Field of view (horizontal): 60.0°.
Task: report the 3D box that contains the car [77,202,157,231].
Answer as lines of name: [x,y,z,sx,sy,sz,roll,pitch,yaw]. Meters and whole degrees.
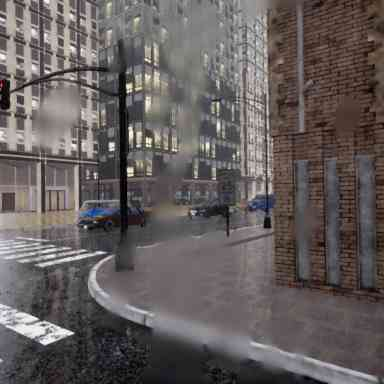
car: [-4.552,1.614,21.177,2.033,1.411,5.357,-1,-1,36]

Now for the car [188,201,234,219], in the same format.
car: [1.525,1.579,29.669,2.128,1.511,4.902,-1,-1,36]

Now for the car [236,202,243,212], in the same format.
car: [6.751,1.689,41.430,1.752,1.417,4.829,-2,-1,36]

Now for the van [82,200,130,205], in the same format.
van: [-6.070,1.460,23.512,1.690,1.788,3.998,-2,-1,36]

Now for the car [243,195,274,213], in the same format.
car: [8.601,1.335,39.543,2.150,2.045,5.566,-1,-1,36]
